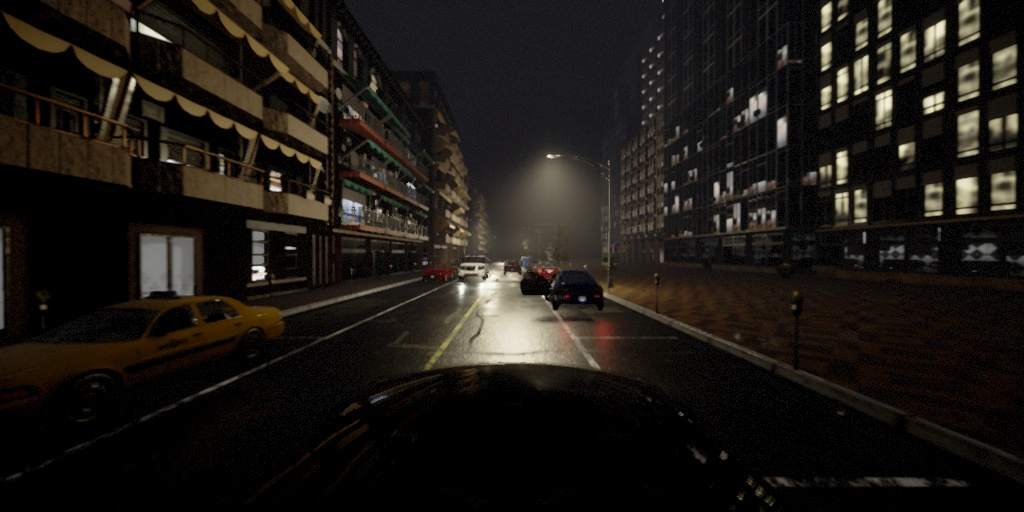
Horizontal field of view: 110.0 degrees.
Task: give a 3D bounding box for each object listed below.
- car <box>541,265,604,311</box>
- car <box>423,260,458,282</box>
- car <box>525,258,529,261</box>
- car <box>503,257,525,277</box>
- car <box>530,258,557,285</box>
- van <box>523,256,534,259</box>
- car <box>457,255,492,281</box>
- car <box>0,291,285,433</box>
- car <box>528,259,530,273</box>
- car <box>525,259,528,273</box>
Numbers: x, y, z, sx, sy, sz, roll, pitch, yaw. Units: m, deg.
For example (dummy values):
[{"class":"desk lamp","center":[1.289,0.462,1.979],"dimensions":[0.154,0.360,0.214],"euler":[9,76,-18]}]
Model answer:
[{"class":"car","center":[2.355,1.250,14.284],"dimensions":[1.812,1.442,4.674],"euler":[0,0,0]},{"class":"car","center":[-5.684,1.248,27.871],"dimensions":[1.888,1.381,4.507],"euler":[0,0,0]},{"class":"car","center":[2.702,1.261,44.447],"dimensions":[1.802,1.307,4.207],"euler":[0,0,0]},{"class":"car","center":[0.059,1.177,38.708],"dimensions":[2.128,1.511,4.902],"euler":[0,0,1]},{"class":"car","center":[2.697,1.142,27.867],"dimensions":[1.967,1.591,4.097],"euler":[0,0,0]},{"class":"van","center":[2.706,1.008,55.500],"dimensions":[1.690,1.789,3.998],"euler":[0,0,0]},{"class":"car","center":[-3.088,0.924,29.797],"dimensions":[2.150,2.045,5.566],"euler":[0,0,0]},{"class":"car","center":[-5.690,1.267,5.595],"dimensions":[1.751,1.417,4.829],"euler":[0,0,0]},{"class":"car","center":[2.699,1.220,33.564],"dimensions":[1.751,1.417,4.829],"euler":[0,0,0]},{"class":"car","center":[2.700,1.268,38.921],"dimensions":[1.802,1.307,4.207],"euler":[0,0,0]}]
